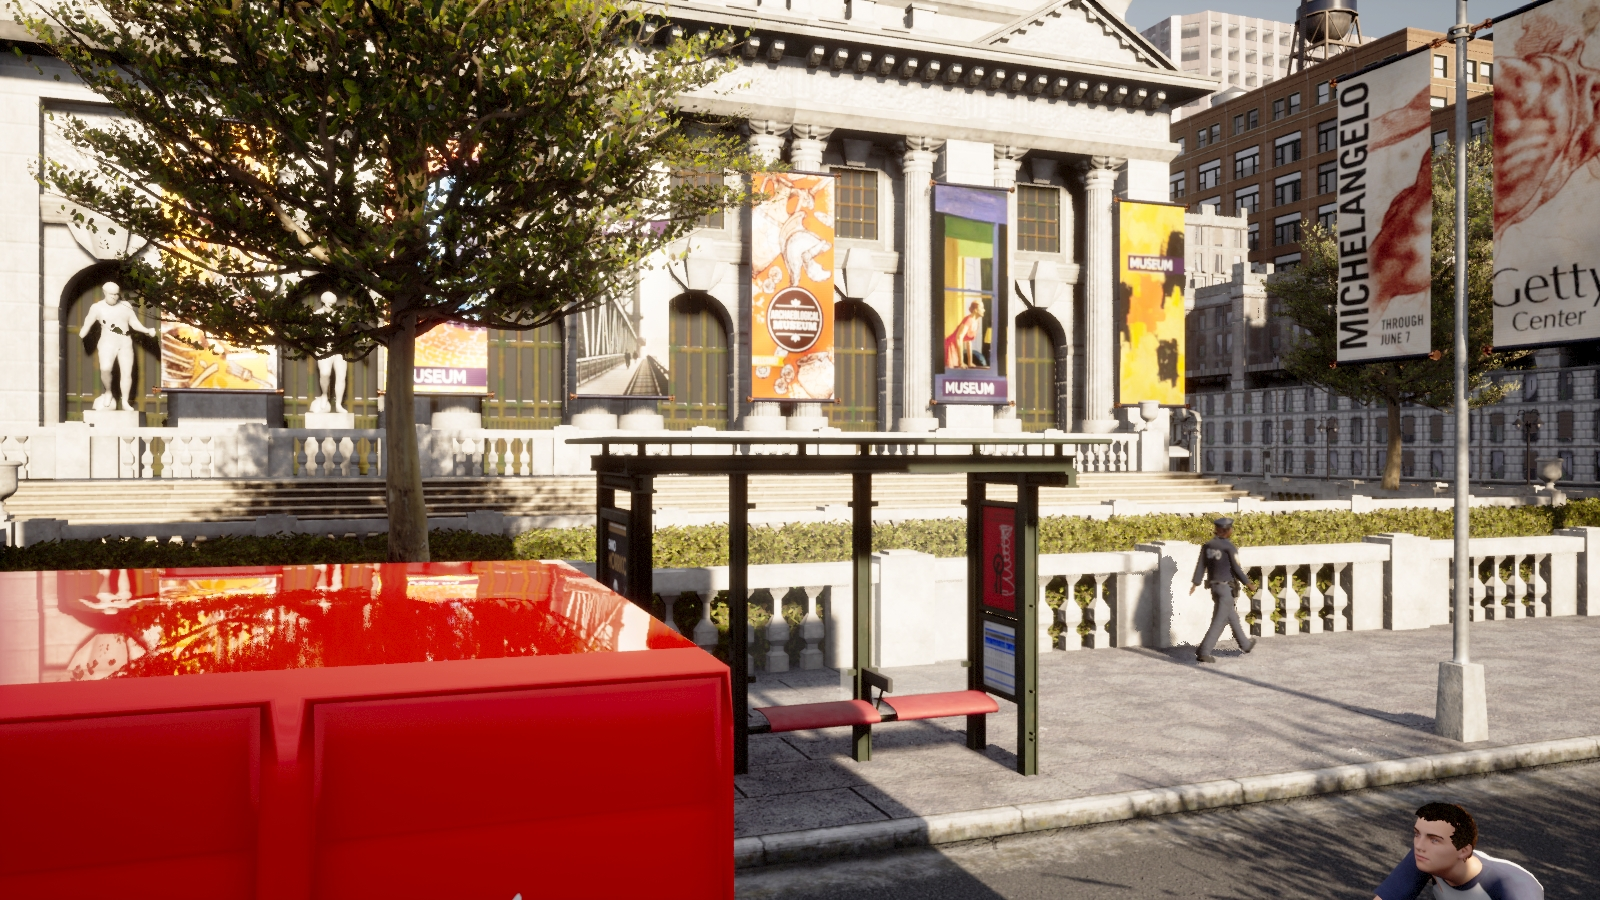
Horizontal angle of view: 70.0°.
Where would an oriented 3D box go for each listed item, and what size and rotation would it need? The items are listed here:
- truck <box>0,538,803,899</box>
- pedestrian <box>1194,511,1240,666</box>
[{"bbox_3d":[-2.888,1.568,2.235,5.204,2.467,2.627,0,0,-20],"label":"truck"},{"bbox_3d":[5.160,1.700,14.135,0.375,1.860,0.375,0,0,-27],"label":"pedestrian"}]
